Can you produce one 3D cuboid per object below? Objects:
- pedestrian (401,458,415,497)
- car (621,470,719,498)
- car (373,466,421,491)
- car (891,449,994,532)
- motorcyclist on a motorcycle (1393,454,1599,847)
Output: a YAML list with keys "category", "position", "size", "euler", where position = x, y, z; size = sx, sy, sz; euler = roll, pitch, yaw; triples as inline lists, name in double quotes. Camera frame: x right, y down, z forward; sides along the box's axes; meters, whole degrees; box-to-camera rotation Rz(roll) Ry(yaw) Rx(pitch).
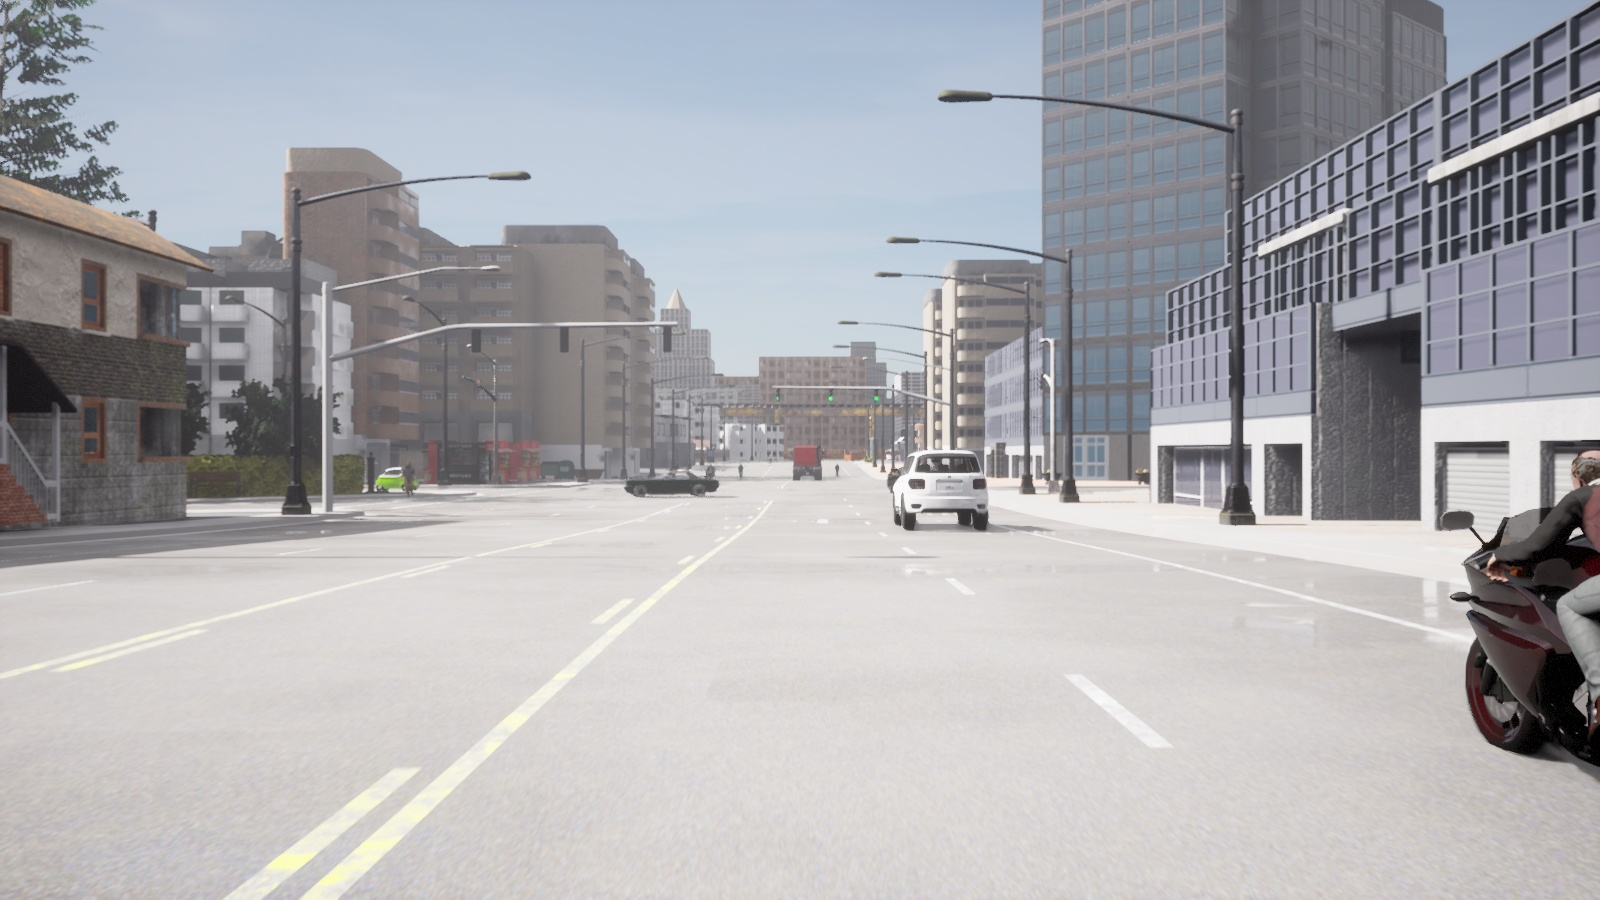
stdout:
- category: "pedestrian"
  position: [-18.691, 1.299, 59.881]
  size: [0.540, 1.848, 0.694]
  euler: [0, 0, -5]
- category: "car"
  position: [-6.445, 1.663, 62.012]
  size: [4.718, 1.301, 1.895]
  euler: [0, 0, -9]
- category: "car"
  position: [-22.643, 1.605, 70.563]
  size: [2.207, 1.376, 1.481]
  euler: [0, 0, 1]
- category: "car"
  position: [3.708, 1.053, 33.714]
  size: [2.150, 2.045, 5.566]
  euler: [0, -1, 0]
- category: "motorcyclist on a motorcycle"
  position: [3.547, 0.782, 5.512]
  size: [0.866, 1.530, 2.191]
  euler: [0, 0, 0]
